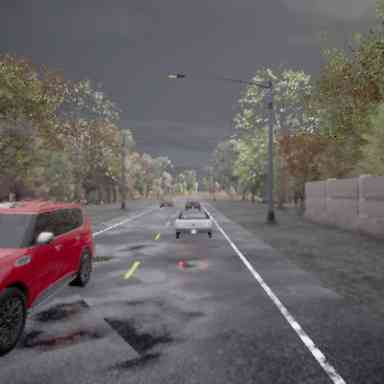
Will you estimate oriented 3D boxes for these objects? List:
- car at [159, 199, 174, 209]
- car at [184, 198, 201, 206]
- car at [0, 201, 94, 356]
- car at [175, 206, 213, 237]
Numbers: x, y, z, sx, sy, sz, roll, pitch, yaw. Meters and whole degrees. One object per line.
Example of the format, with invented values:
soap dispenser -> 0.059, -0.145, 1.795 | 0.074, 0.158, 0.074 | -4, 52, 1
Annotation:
car -> -3.574, 1.675, 47.890 | 1.895, 1.301, 4.718 | 0, 0, 0
car -> 0.105, 1.575, 41.407 | 1.837, 1.490, 4.892 | 0, 0, 0
car -> -3.590, 1.224, 6.447 | 2.150, 2.045, 5.566 | 1, 0, 0
car -> 0.093, 1.636, 18.243 | 1.895, 1.301, 4.718 | 0, 0, 0
